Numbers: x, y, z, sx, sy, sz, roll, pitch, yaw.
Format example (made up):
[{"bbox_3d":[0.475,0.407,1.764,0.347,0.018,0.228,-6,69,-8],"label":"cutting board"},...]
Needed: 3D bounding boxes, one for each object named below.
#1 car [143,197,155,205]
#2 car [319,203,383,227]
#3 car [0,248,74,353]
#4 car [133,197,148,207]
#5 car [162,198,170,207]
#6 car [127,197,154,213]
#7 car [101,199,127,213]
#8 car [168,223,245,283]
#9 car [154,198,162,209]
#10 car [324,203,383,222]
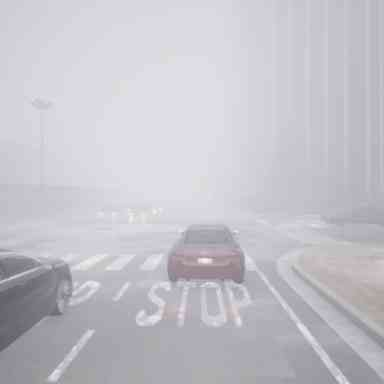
[{"bbox_3d":[-8.966,1.894,70.310,1.812,1.442,4.674,0,0,1],"label":"car"},{"bbox_3d":[12.263,1.748,24.407,5.357,1.411,2.033,0,0,1],"label":"car"},{"bbox_3d":[-3.271,1.514,4.689,2.128,1.511,4.902,0,0,1],"label":"car"},{"bbox_3d":[-9.237,1.793,60.267,1.882,1.535,5.008,0,0,2],"label":"car"},{"bbox_3d":[-5.770,1.805,59.267,2.128,1.511,4.902,0,0,2],"label":"car"},{"bbox_3d":[-6.215,1.740,40.764,1.812,1.442,4.674,0,0,1],"label":"car"},{"bbox_3d":[-9.714,1.736,40.840,1.812,1.442,4.674,0,0,1],"label":"car"},{"bbox_3d":[0.488,1.620,9.939,1.994,1.385,4.181,0,0,5],"label":"car"},{"bbox_3d":[-6.010,1.788,49.742,1.812,1.442,4.674,0,0,1],"label":"car"},{"bbox_3d":[13.862,1.725,27.872,4.892,1.490,1.837,0,0,1],"label":"car"}]
